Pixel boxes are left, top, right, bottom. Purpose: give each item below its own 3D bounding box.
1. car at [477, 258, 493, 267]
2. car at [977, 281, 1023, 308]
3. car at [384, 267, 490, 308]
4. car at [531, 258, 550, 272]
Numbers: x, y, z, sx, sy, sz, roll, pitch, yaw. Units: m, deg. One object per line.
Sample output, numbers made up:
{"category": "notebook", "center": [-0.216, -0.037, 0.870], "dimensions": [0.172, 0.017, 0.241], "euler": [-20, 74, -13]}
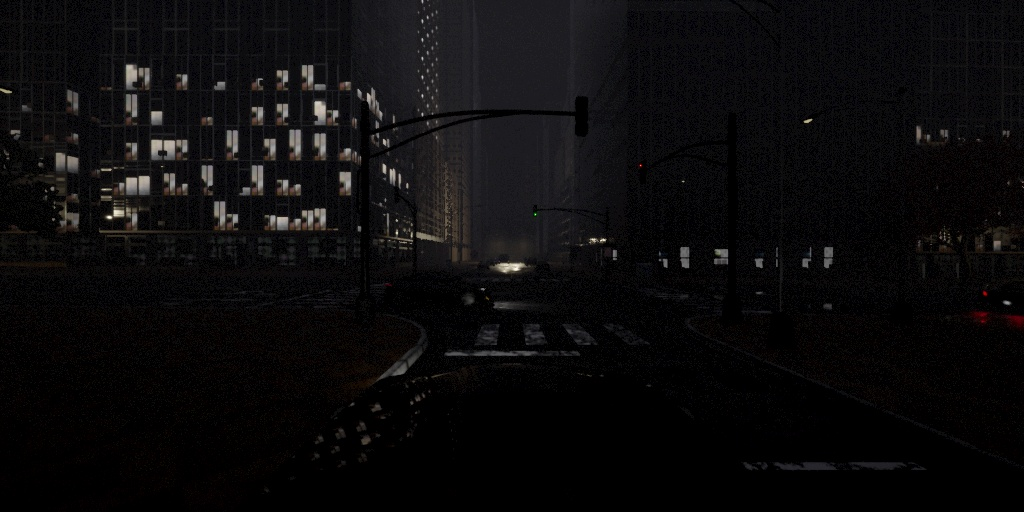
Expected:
{"category": "car", "center": [-4.073, 1.342, 52.022], "dimensions": [1.802, 1.307, 4.207], "euler": [0, 0, 0]}
{"category": "car", "center": [24.045, 1.810, 15.920], "dimensions": [4.718, 1.301, 1.895], "euler": [1, 0, -3]}
{"category": "car", "center": [-2.974, 1.287, 14.642], "dimensions": [4.181, 1.385, 1.994], "euler": [1, 0, -3]}
{"category": "car", "center": [3.885, 1.329, 46.537], "dimensions": [1.948, 1.339, 4.313], "euler": [0, 0, 0]}
